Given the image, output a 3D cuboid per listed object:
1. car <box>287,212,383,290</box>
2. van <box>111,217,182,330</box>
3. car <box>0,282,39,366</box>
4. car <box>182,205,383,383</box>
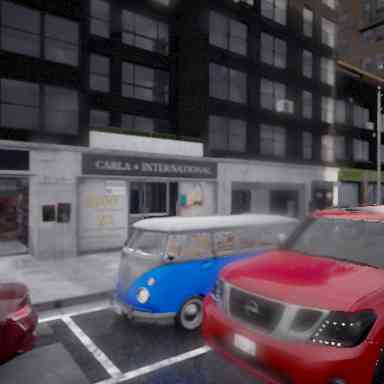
[{"bbox_3d":[4.902,1.498,9.741,4.097,1.590,1.967,0,0,-36],"label":"car"},{"bbox_3d":[0.512,1.366,6.575,3.998,1.788,1.690,0,0,-36],"label":"van"},{"bbox_3d":[-3.879,1.575,3.409,4.206,1.307,1.802,0,0,-36],"label":"car"},{"bbox_3d":[2.791,1.252,5.089,5.566,2.045,2.150,0,0,-36],"label":"car"}]
